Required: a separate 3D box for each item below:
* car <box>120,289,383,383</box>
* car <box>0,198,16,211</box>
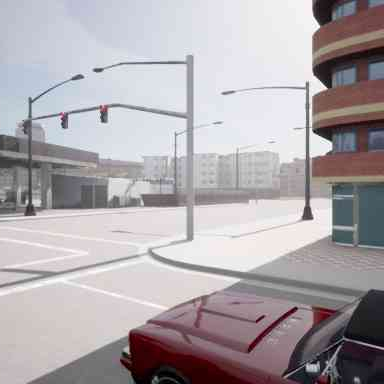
[{"bbox_3d":[1.589,1.601,2.840,4.718,1.301,1.895,0,0,36],"label":"car"},{"bbox_3d":[-22.264,1.456,38.800,3.806,1.475,1.970,0,0,36],"label":"car"}]
